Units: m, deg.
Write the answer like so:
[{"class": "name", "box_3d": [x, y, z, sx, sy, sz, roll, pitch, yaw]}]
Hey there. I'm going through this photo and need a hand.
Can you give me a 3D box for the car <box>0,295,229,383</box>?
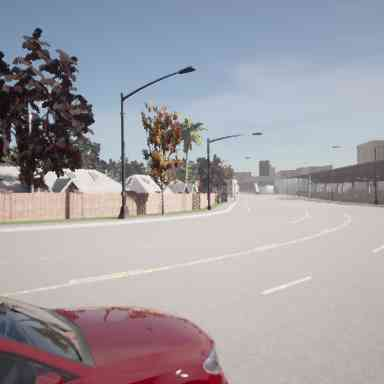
[{"class": "car", "box_3d": [-1.850, 1.519, 2.421, 4.674, 1.442, 1.812, 0, 0, -35]}]
